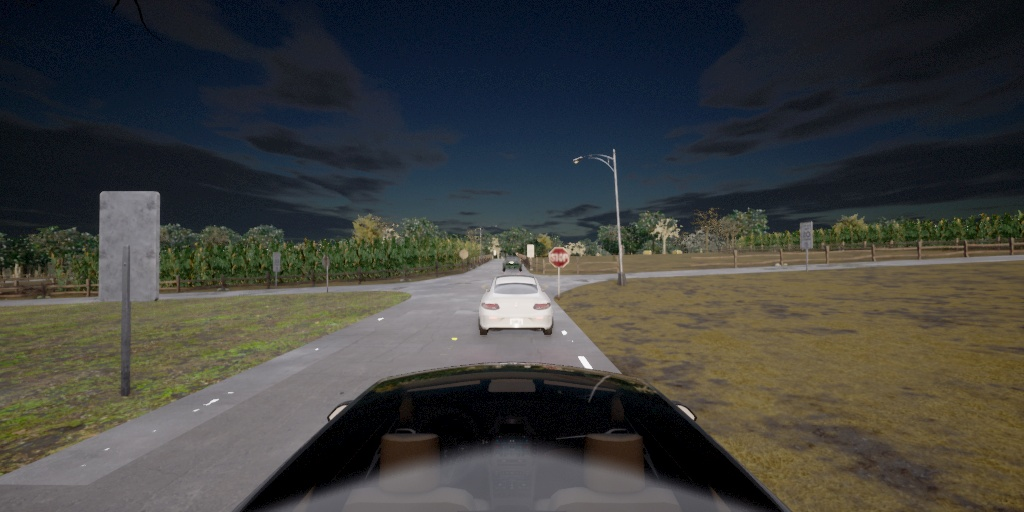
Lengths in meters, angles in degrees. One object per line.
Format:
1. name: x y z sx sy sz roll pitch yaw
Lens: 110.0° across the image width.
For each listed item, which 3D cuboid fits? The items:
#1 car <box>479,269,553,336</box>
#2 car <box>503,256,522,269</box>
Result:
1. car: 0.091 1.267 10.233 1.812 1.442 4.674 0 0 0
2. car: 0.030 0.753 41.271 2.097 1.767 4.553 0 1 0
